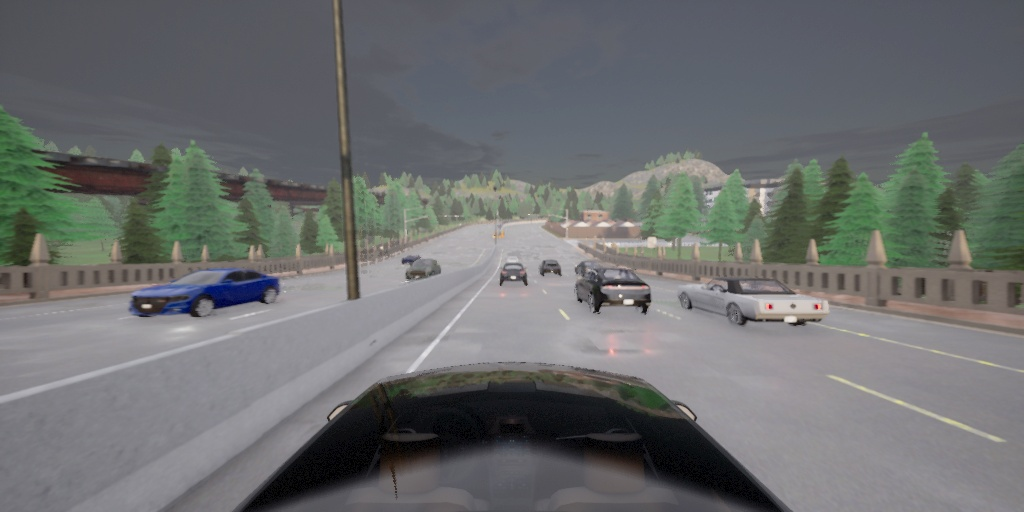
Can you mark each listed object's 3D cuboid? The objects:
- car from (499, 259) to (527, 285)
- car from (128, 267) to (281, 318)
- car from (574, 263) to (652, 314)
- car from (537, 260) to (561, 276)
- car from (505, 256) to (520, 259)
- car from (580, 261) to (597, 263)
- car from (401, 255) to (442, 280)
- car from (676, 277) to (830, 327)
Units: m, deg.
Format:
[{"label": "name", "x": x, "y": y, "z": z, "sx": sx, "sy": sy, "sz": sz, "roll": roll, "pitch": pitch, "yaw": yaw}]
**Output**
[{"label": "car", "x": 0.101, "y": 1.187, "z": 25.049, "sx": 1.812, "sy": 1.442, "sz": 4.674, "roll": 0, "pitch": 0, "yaw": 0}, {"label": "car", "x": -10.597, "y": 1.185, "z": 12.896, "sx": 1.882, "sy": 1.535, "sz": 5.008, "roll": 0, "pitch": 0, "yaw": 0}, {"label": "car", "x": 3.601, "y": 1.196, "z": 13.489, "sx": 2.128, "sy": 1.511, "sz": 4.902, "roll": 0, "pitch": 0, "yaw": 0}, {"label": "car", "x": 3.601, "y": 1.107, "z": 34.580, "sx": 1.837, "sy": 1.490, "sz": 4.892, "roll": 0, "pitch": 1, "yaw": 0}, {"label": "car", "x": 0.101, "y": 0.730, "z": 44.891, "sx": 1.812, "sy": 1.442, "sz": 4.674, "roll": 0, "pitch": 3, "yaw": 0}, {"label": "car", "x": 7.101, "y": 1.165, "z": 33.460, "sx": 2.033, "sy": 1.411, "sz": 5.357, "roll": 0, "pitch": 1, "yaw": 0}, {"label": "car", "x": -7.091, "y": 0.999, "z": 29.162, "sx": 2.097, "sy": 1.767, "sz": 4.553, "roll": 0, "pitch": 0, "yaw": 0}, {"label": "car", "x": 7.101, "y": 1.315, "z": 11.349, "sx": 1.895, "sy": 1.301, "sz": 4.718, "roll": 0, "pitch": 0, "yaw": 0}]
